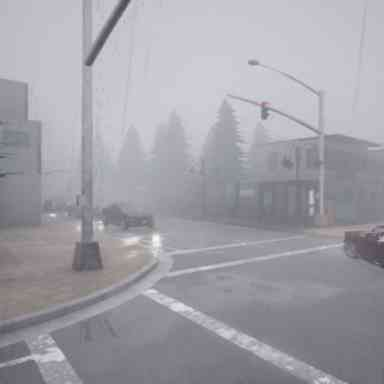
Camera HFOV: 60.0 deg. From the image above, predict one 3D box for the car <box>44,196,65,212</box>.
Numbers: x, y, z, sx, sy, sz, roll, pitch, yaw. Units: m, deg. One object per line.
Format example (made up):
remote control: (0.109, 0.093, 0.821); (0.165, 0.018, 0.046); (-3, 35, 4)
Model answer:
car: (-14.827, 1.260, 36.716); (2.097, 1.767, 4.553); (0, 0, -34)

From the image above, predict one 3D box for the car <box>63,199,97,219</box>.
car: (-9.304, 1.527, 28.536); (1.895, 1.301, 4.718); (0, 0, -34)

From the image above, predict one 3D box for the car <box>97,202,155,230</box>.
car: (-4.065, 1.422, 20.803); (1.882, 1.535, 5.008); (0, 0, -34)

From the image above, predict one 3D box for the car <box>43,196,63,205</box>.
car: (-23.419, 1.415, 55.969); (2.033, 1.411, 5.357); (0, 0, -34)

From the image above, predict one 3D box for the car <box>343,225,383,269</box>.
car: (5.968, 1.570, 9.379); (1.895, 1.301, 4.718); (0, 0, 5)
